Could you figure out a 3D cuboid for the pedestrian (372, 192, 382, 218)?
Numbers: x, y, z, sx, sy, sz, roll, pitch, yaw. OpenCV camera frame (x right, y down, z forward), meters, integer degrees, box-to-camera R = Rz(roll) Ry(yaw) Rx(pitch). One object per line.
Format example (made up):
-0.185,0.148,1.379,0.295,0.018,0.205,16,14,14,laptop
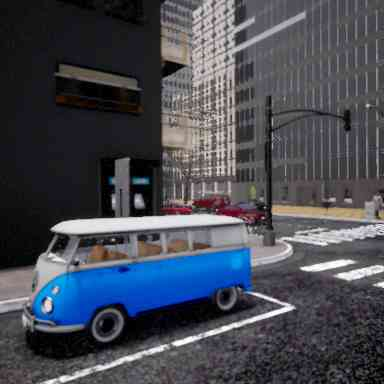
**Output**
13.631,0.937,24.516,0.375,1.860,0.375,-1,0,-35,pedestrian

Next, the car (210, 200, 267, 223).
3.535,1.537,23.688,1.994,1.385,4.181,-1,1,-35,car

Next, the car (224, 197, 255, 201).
5.321,1.446,31.218,1.947,1.339,4.313,-1,1,-35,car

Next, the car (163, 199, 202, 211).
-1.531,1.525,26.395,1.887,1.381,4.507,-1,1,-35,car

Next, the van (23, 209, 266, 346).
-0.723,1.346,6.060,3.998,1.788,1.690,0,-1,-35,van

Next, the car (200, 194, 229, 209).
2.140,1.170,35.732,2.192,1.841,5.009,-1,1,-35,car

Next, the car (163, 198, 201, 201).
-1.519,1.534,30.868,1.895,1.301,4.718,-1,1,-35,car
